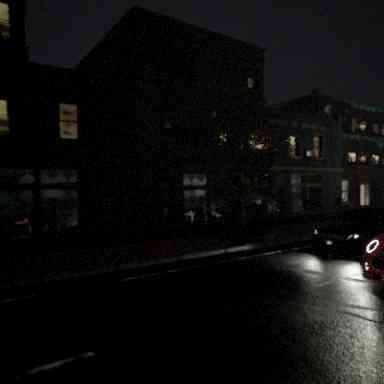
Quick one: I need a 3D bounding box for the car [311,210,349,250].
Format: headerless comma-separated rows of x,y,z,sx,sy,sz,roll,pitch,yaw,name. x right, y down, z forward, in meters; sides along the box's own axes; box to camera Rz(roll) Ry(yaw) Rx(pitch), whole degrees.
6.374,1.339,12.226,4.674,1.442,1.812,-1,1,-35,car

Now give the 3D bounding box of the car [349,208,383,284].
6.100,1.206,8.038,4.553,1.767,2.097,-1,1,-35,car
